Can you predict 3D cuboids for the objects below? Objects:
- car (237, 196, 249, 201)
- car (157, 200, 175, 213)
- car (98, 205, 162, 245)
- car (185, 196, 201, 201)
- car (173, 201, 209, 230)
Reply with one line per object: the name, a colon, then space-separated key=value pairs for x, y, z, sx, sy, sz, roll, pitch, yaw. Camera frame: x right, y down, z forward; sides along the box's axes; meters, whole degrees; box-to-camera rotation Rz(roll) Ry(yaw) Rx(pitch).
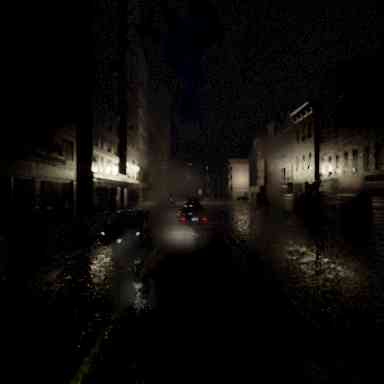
car: x=13.221 y=1.712 z=82.173 sx=4.313 sy=1.339 sz=1.947 roll=0 pitch=-1 yaw=0
car: x=-2.772 y=1.556 z=36.652 sx=2.033 sy=1.411 sz=5.357 roll=0 pitch=0 yaw=1
car: x=-2.834 y=1.551 z=15.742 sx=2.033 sy=1.411 sz=5.357 roll=0 pitch=0 yaw=0
car: x=0.102 y=1.362 z=44.857 sx=2.097 sy=1.767 sz=4.553 roll=0 pitch=0 yaw=0
car: x=0.101 y=1.553 z=20.907 sx=2.033 sy=1.411 sz=5.357 roll=0 pitch=0 yaw=0
